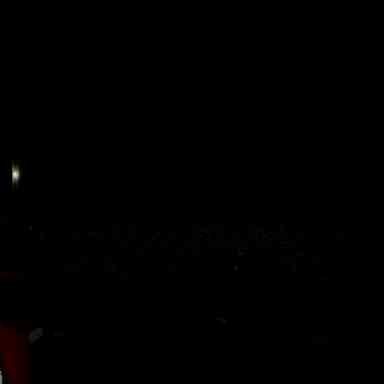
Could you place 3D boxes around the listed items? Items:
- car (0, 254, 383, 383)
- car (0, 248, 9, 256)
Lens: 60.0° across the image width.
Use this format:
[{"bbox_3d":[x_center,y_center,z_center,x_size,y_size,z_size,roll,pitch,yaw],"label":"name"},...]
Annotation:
[{"bbox_3d":[-0.410,1.544,3.275,4.507,1.381,1.887,0,0,36],"label":"car"},{"bbox_3d":[-4.908,1.543,6.484,4.507,1.381,1.887,0,0,36],"label":"car"}]
